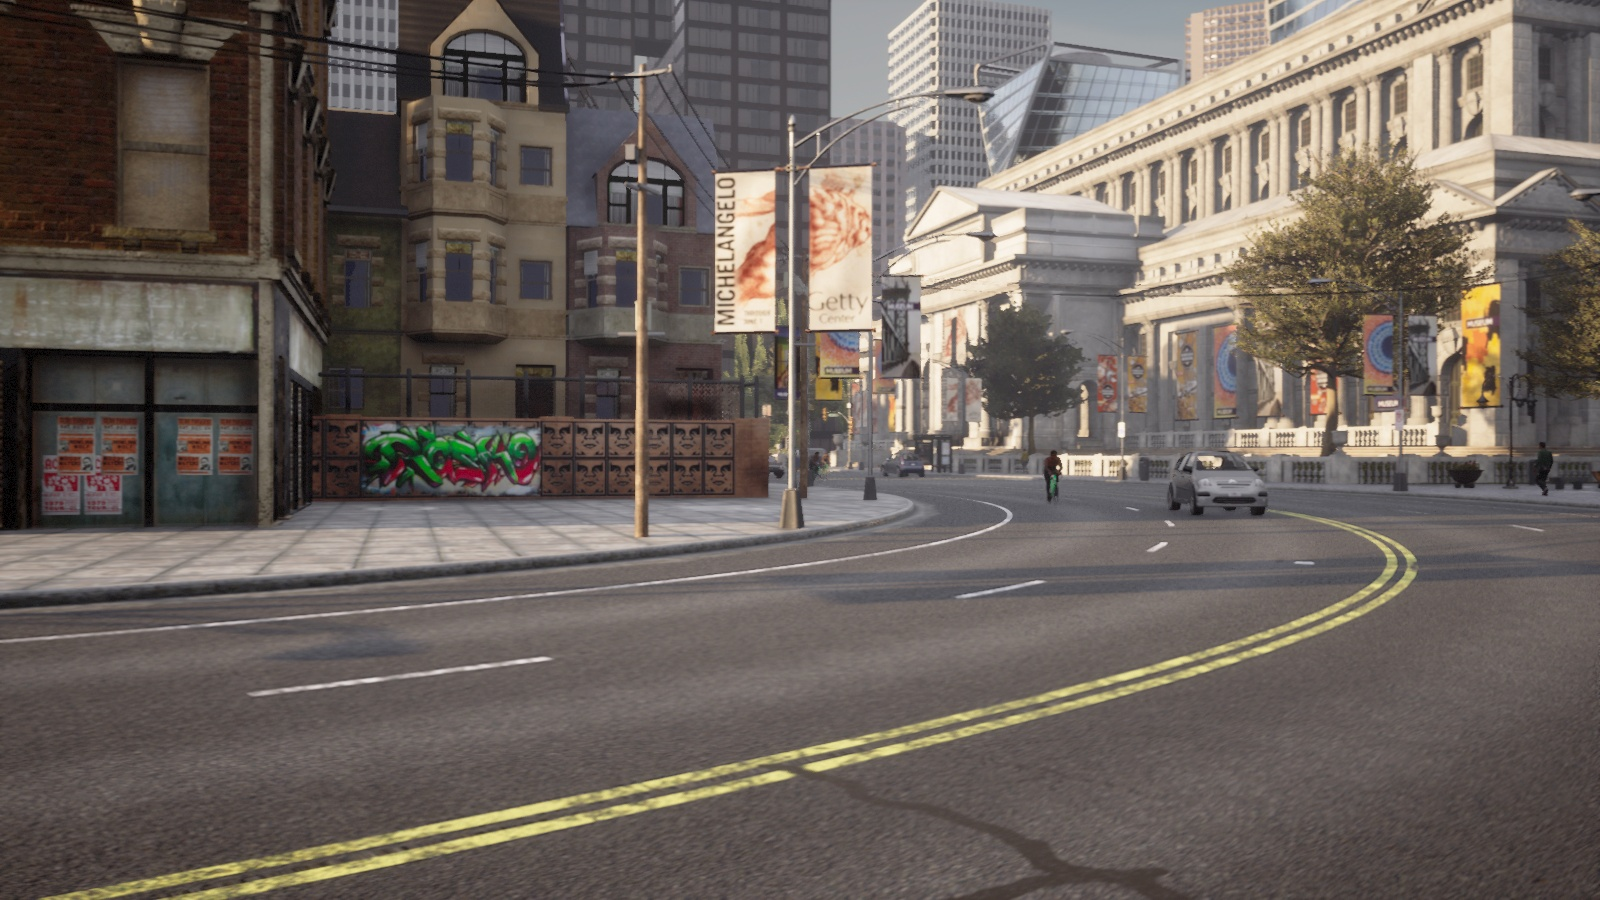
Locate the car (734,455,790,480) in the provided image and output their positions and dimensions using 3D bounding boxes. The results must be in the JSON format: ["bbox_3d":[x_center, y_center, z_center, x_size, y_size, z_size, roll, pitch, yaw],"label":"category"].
[{"bbox_3d":[-2.372,1.037,76.133,2.033,1.411,5.357,0,0,-17],"label":"car"}]

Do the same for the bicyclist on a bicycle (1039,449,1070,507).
[{"bbox_3d":[7.348,0.792,36.325,0.582,1.620,1.656,0,0,1],"label":"bicyclist on a bicycle"}]

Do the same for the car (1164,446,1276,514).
[{"bbox_3d":[10.551,0.715,31.810,1.851,1.617,3.988,0,0,6],"label":"car"}]

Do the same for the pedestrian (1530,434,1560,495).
[{"bbox_3d":[24.026,0.466,40.492,0.423,1.949,0.788,0,0,-10],"label":"pedestrian"}]

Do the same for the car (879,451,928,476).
[{"bbox_3d":[6.750,0.883,82.214,1.851,1.617,3.988,0,0,-17],"label":"car"}]
